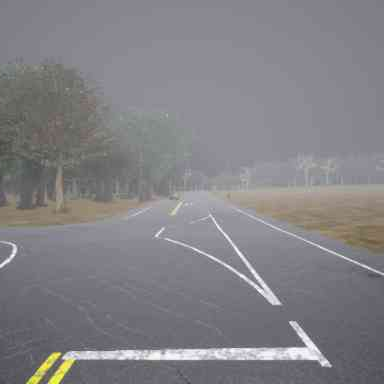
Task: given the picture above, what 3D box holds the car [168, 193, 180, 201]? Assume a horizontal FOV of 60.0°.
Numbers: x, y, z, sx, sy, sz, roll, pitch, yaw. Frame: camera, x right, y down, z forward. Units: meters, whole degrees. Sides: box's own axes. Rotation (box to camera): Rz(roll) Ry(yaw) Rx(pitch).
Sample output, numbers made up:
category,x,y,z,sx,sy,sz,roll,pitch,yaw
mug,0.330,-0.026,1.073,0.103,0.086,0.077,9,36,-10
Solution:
category,x,y,z,sx,sy,sz,roll,pitch,yaw
car,-3.374,0.964,64.081,1.882,1.535,5.008,0,1,3
